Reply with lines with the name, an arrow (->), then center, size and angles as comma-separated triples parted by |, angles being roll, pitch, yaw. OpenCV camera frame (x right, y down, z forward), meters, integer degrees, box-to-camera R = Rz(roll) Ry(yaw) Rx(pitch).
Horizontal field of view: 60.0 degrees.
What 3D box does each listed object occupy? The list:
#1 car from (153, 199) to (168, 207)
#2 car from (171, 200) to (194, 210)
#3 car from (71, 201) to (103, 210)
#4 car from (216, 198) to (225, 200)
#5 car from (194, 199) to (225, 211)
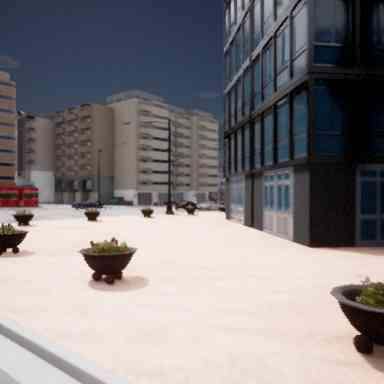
car -> -5.589, 2.083, 64.390 | 1.994, 1.385, 4.181 | 0, -1, 38
car -> -0.757, 2.128, 53.416 | 1.837, 1.490, 4.892 | 0, -1, 38
car -> -16.062, 2.033, 51.029 | 1.895, 1.301, 4.718 | 0, -1, 38
car -> 5.772, 2.299, 61.908 | 2.128, 1.511, 4.902 | 0, -1, 38
car -> 2.857, 2.246, 52.349 | 1.895, 1.301, 4.718 | 0, -1, 38
